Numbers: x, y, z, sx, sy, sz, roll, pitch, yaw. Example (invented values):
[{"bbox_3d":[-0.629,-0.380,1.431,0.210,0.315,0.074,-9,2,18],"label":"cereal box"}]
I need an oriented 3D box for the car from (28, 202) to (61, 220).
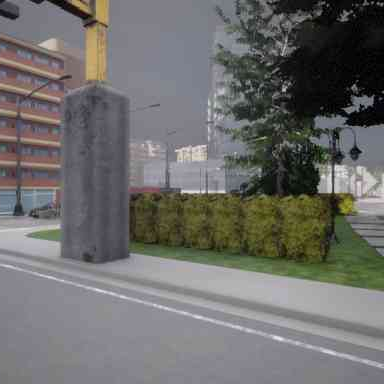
[{"bbox_3d":[-11.432,1.564,28.005,1.994,1.385,4.181,0,0,36],"label":"car"}]
